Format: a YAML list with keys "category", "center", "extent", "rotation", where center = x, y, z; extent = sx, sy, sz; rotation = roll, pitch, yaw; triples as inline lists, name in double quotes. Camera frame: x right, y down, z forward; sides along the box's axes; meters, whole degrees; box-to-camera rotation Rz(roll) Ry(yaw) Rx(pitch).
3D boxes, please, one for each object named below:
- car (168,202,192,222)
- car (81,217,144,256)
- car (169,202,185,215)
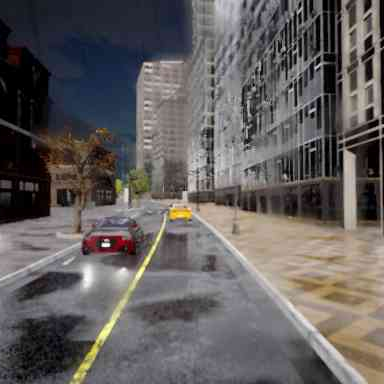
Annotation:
- category: "car"
  center: [-1.073, 1.867, 30.923]
  extent: [1.882, 1.535, 5.008]
  rotation: [0, -1, -4]
- category: "car"
  center: [-3.154, 1.741, 13.905]
  extent: [1.994, 1.385, 4.181]
  rotation: [0, -1, -2]
- category: "car"
  center: [-2.006, 2.058, 42.671]
  extent: [1.812, 1.442, 4.674]
  rotation: [0, 0, -5]
